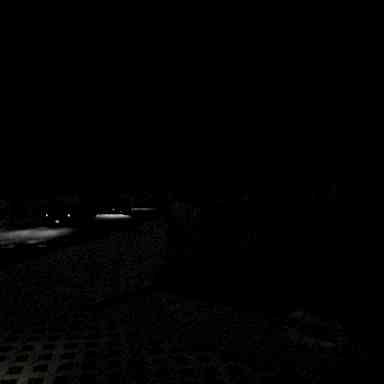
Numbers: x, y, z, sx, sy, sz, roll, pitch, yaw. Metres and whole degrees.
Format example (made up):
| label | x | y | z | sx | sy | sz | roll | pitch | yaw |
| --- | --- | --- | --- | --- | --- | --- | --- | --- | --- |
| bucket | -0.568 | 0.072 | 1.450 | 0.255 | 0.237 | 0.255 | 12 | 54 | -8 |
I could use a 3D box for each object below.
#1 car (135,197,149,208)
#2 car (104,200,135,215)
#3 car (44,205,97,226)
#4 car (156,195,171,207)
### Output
| label | x | y | z | sx | sy | sz | roll | pitch | yaw |
| --- | --- | --- | --- | --- | --- | --- | --- | --- | --- |
| car | -7.468 | 1.534 | 48.626 | 1.882 | 1.535 | 5.008 | 0 | 0 | -1 |
| car | -7.640 | 1.568 | 34.632 | 1.994 | 1.385 | 4.181 | 0 | 0 | 2 |
| car | -8.305 | 1.562 | 23.131 | 1.895 | 1.301 | 4.718 | 0 | 0 | 4 |
| car | -4.699 | 1.654 | 53.241 | 1.994 | 1.385 | 4.181 | 0 | 0 | -1 |
